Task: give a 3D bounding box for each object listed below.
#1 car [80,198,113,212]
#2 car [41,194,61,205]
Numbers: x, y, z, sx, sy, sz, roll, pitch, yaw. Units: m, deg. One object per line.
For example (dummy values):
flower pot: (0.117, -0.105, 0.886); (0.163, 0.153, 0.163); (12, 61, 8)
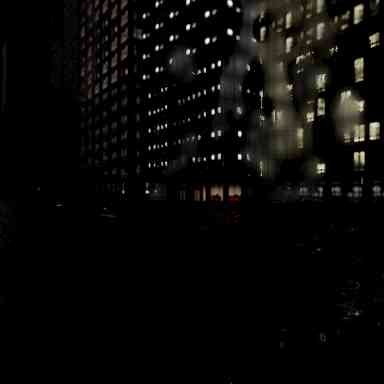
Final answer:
car: (-9.663, 1.275, 33.712); (1.895, 1.301, 4.718); (0, 0, -37)
car: (-20.695, 1.040, 48.673); (2.128, 1.511, 4.902); (0, 1, -37)
